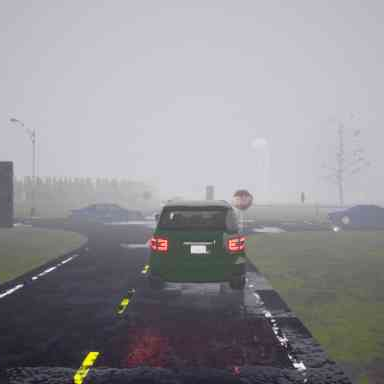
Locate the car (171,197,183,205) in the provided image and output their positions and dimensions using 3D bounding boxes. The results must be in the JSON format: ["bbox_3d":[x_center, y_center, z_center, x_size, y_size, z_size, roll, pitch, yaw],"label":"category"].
[{"bbox_3d":[-2.665,1.576,59.115,1.812,1.442,4.674,0,0,1],"label":"car"}]

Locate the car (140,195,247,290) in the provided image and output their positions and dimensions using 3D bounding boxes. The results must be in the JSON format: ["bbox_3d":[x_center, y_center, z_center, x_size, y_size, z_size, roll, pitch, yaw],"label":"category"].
[{"bbox_3d":[0.108,1.222,9.220,2.150,2.045,5.566,0,0,0],"label":"car"}]

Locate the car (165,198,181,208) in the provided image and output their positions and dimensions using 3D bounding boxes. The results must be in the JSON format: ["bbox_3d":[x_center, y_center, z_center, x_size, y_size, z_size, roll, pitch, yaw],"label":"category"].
[{"bbox_3d":[-2.709,1.598,48.831,1.994,1.385,4.181,0,0,1],"label":"car"}]

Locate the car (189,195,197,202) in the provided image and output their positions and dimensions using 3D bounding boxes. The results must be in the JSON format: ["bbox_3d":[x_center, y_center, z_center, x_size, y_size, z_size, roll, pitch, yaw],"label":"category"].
[{"bbox_3d":[0.185,1.497,80.204,1.882,1.535,5.008,0,0,0],"label":"car"}]

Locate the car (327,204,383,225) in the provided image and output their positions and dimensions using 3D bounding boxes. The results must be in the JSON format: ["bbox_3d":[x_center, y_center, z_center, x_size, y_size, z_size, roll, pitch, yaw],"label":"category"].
[{"bbox_3d":[12.930,1.671,25.380,5.008,1.535,1.882,1,1,0],"label":"car"}]

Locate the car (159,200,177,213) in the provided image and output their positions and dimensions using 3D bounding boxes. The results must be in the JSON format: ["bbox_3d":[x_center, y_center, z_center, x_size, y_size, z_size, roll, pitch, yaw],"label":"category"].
[{"bbox_3d":[-2.731,1.622,38.874,1.895,1.301,4.718,0,0,-1],"label":"car"}]

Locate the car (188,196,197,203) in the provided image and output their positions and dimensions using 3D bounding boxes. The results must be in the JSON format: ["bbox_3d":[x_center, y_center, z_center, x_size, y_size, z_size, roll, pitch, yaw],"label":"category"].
[{"bbox_3d":[0.165,1.591,70.201,1.812,1.442,4.674,0,0,0],"label":"car"}]

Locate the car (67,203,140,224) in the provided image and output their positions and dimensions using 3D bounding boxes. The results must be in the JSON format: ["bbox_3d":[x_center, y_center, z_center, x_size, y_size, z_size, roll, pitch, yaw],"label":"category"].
[{"bbox_3d":[-6.158,1.488,24.017,5.357,1.411,2.033,1,0,-22],"label":"car"}]

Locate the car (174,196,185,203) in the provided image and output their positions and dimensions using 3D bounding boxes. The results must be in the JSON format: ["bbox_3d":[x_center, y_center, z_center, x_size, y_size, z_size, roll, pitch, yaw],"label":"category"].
[{"bbox_3d":[-2.587,1.604,69.786,2.033,1.411,5.357,0,0,0],"label":"car"}]
